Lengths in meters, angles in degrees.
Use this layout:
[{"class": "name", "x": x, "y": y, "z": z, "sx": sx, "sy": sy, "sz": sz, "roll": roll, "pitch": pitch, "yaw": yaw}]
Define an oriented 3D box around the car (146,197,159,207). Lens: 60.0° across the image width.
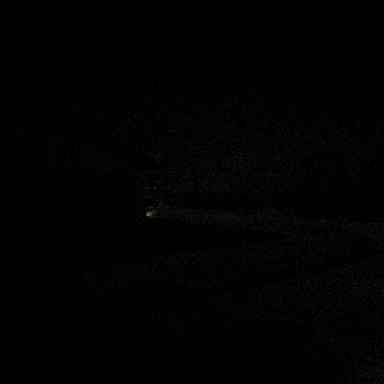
[{"class": "car", "x": -6.790, "y": 1.487, "z": 50.247, "sx": 2.128, "sy": 1.511, "sz": 4.902, "roll": 0, "pitch": 0, "yaw": -36}]
